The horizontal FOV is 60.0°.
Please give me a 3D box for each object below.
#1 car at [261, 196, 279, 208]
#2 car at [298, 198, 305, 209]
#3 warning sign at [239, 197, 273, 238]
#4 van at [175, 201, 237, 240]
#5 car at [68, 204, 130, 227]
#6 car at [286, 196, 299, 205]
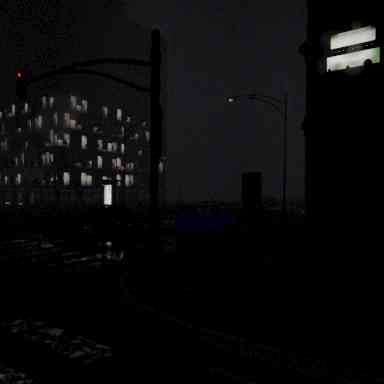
[{"bbox_3d":[10.034,1.293,44.420,1.967,1.590,4.097,1,1,35],"label":"car"},{"bbox_3d":[15.591,1.442,42.344,1.837,1.490,4.892,1,1,36],"label":"car"},{"bbox_3d":[3.114,1.177,16.125,1.300,1.860,1.060,1,1,35],"label":"warning sign"},{"bbox_3d":[0.833,1.368,17.019,1.690,1.788,3.998,1,1,35],"label":"van"},{"bbox_3d":[-5.999,1.467,21.879,1.947,1.339,4.313,1,1,35],"label":"car"},{"bbox_3d":[16.349,1.364,53.300,1.752,1.417,4.829,1,1,35],"label":"car"}]
